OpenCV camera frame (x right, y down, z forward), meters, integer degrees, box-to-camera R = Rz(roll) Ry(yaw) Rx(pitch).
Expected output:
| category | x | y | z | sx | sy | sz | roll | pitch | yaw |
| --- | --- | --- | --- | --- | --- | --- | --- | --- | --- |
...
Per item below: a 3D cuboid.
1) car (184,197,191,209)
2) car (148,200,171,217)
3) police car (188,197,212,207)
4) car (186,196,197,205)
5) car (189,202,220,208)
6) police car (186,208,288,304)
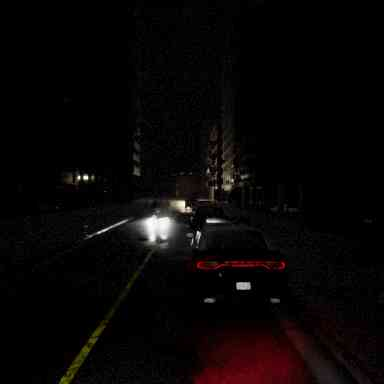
| category | x | y | z | sx | sy | sz | roll | pitch | yaw |
| --- | --- | --- | --- | --- | --- | --- | --- | --- | --- |
| car | -0.030 | 1.545 | 46.229 | 1.837 | 1.490 | 4.892 | 0 | 0 | 0 |
| car | -3.029 | 1.513 | 31.989 | 2.128 | 1.511 | 4.902 | 0 | 0 | 0 |
| police car | 0.878 | 1.438 | 24.360 | 1.930 | 1.638 | 5.238 | 0 | 0 | 0 |
| car | -0.053 | 1.552 | 59.832 | 1.882 | 1.535 | 5.008 | 0 | 0 | 0 |
| car | 0.884 | 1.513 | 18.250 | 1.837 | 1.490 | 4.892 | 0 | 0 | 0 |
| police car | 0.892 | 1.427 | 8.359 | 1.930 | 1.638 | 5.238 | 0 | 0 | 0 |
